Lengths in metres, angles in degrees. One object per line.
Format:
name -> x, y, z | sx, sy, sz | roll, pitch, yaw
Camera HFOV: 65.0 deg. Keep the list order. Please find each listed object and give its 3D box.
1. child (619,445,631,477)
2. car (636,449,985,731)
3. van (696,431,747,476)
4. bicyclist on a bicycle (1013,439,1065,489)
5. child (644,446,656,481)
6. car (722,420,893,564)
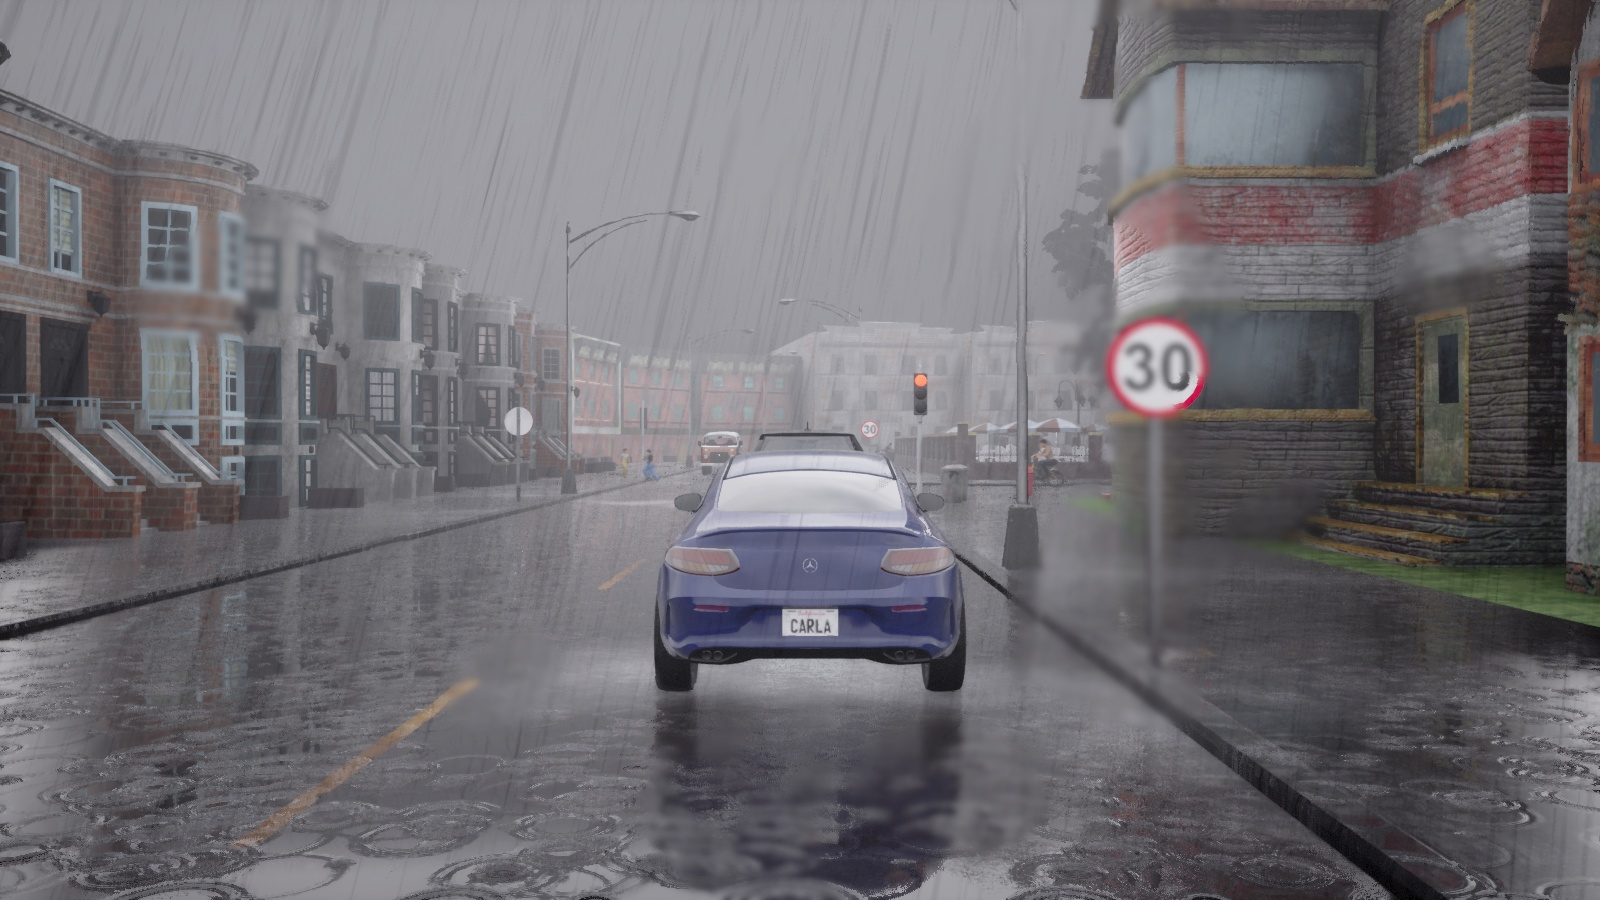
child -> -7.024, 0.446, 50.392 | 0.437, 1.263, 0.270 | 0, 0, 35
car -> 0.065, 0.722, 8.854 | 1.812, 1.442, 4.674 | 0, 0, 0
van -> -3.675, 0.131, 59.481 | 2.069, 2.038, 4.480 | 0, 0, 0
bicyclist on a bicycle -> 7.821, 0.457, 41.125 | 1.509, 1.612, 0.866 | 0, 0, 0
child -> -5.562, 0.500, 46.528 | 0.437, 1.263, 0.270 | 0, 0, -10
car -> 0.110, 0.505, 17.764 | 2.097, 1.767, 4.553 | 0, 0, 0
